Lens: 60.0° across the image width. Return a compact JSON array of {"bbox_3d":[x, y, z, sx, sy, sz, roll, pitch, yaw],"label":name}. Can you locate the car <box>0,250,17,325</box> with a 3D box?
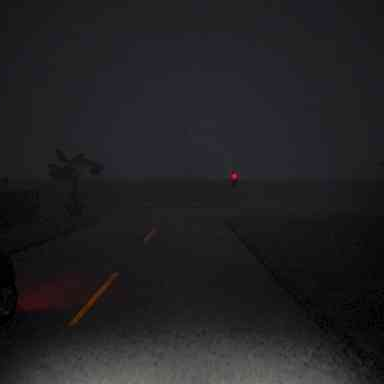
[{"bbox_3d":[-4.081,1.298,3.847,2.097,1.767,4.553,0,1,0],"label":"car"}]
